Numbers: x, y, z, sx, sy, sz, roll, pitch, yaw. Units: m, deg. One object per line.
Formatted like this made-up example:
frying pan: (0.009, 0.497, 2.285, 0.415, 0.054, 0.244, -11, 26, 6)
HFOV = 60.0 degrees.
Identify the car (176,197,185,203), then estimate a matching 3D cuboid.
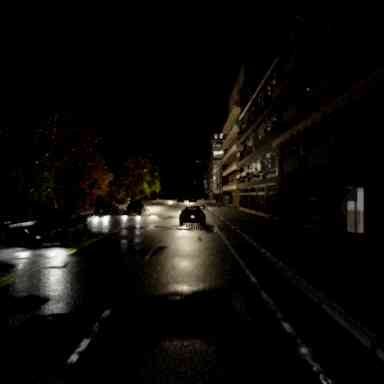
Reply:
car: (-3.106, 2.313, 87.770, 1.812, 1.442, 4.674, 0, -1, 0)

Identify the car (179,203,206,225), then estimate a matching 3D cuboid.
car: (0.040, 1.796, 26.124, 1.994, 1.385, 4.181, 0, -1, 0)

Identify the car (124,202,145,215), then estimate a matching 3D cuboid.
car: (-6.449, 1.847, 37.993, 1.812, 1.442, 4.674, 0, -1, 0)

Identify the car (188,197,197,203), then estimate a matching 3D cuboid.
car: (0.145, 2.153, 87.737, 2.097, 1.767, 4.553, 0, -1, 0)

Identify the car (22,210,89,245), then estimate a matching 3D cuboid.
car: (-6.556, 1.655, 16.533, 1.812, 1.442, 4.674, 0, 0, 0)

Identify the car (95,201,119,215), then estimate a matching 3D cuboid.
car: (-9.698, 1.806, 38.116, 2.128, 1.511, 4.902, 0, -1, 0)

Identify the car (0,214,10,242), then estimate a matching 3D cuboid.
car: (-9.816, 1.599, 14.358, 1.837, 1.490, 4.892, 0, 1, 0)
